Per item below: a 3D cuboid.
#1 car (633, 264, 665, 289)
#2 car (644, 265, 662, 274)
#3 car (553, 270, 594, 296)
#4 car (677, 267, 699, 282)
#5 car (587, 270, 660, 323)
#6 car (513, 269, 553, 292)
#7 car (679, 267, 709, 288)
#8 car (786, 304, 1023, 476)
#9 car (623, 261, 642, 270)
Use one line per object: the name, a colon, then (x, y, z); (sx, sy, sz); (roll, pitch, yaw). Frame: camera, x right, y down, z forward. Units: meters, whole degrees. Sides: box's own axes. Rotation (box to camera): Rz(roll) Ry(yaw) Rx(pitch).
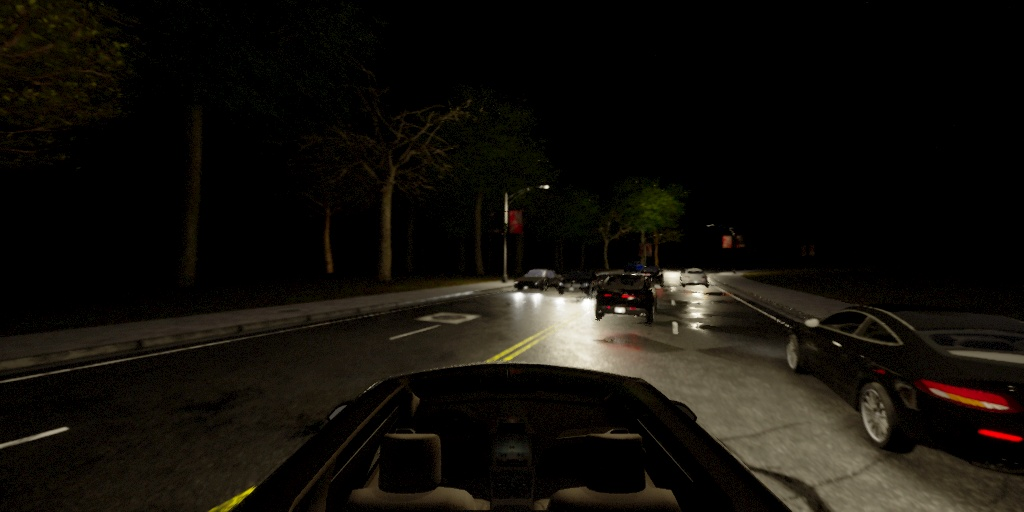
car: (11.732, 1.708, 30.196); (2.128, 1.511, 4.902); (0, -1, 24)
car: (23.309, 2.235, 59.242); (1.994, 1.385, 4.181); (0, -1, 34)
car: (4.151, 1.561, 21.484); (1.812, 1.442, 4.674); (0, -1, 24)
car: (19.024, 1.933, 38.626); (2.033, 1.411, 5.357); (0, -1, 27)
car: (4.258, 1.434, 13.136); (1.837, 1.490, 4.892); (0, -1, 24)
car: (1.912, 1.602, 24.476); (2.033, 1.411, 5.357); (0, -1, 24)
car: (14.672, 1.751, 28.909); (1.812, 1.442, 4.674); (0, -1, 24)
car: (5.241, 1.358, 4.693); (1.812, 1.442, 4.674); (0, -1, 24)
car: (20.814, 1.912, 61.400); (2.150, 2.045, 5.566); (0, -1, 34)
